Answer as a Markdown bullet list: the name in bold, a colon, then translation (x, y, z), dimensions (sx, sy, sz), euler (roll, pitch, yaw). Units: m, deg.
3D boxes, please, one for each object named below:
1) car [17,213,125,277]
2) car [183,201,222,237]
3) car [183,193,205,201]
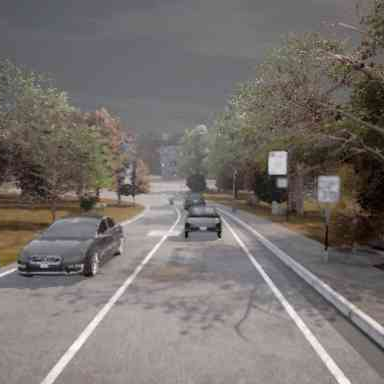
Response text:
- **car**: translation (-3.370, 1.469, 10.178), dimensions (1.837, 1.490, 4.892), euler (0, 0, 2)
- **car**: translation (0.579, 1.454, 17.738), dimensions (2.128, 1.511, 4.902), euler (0, 0, 2)
- **car**: translation (0.184, 1.111, 38.077), dimensions (2.150, 2.045, 5.566), euler (0, 0, -5)
